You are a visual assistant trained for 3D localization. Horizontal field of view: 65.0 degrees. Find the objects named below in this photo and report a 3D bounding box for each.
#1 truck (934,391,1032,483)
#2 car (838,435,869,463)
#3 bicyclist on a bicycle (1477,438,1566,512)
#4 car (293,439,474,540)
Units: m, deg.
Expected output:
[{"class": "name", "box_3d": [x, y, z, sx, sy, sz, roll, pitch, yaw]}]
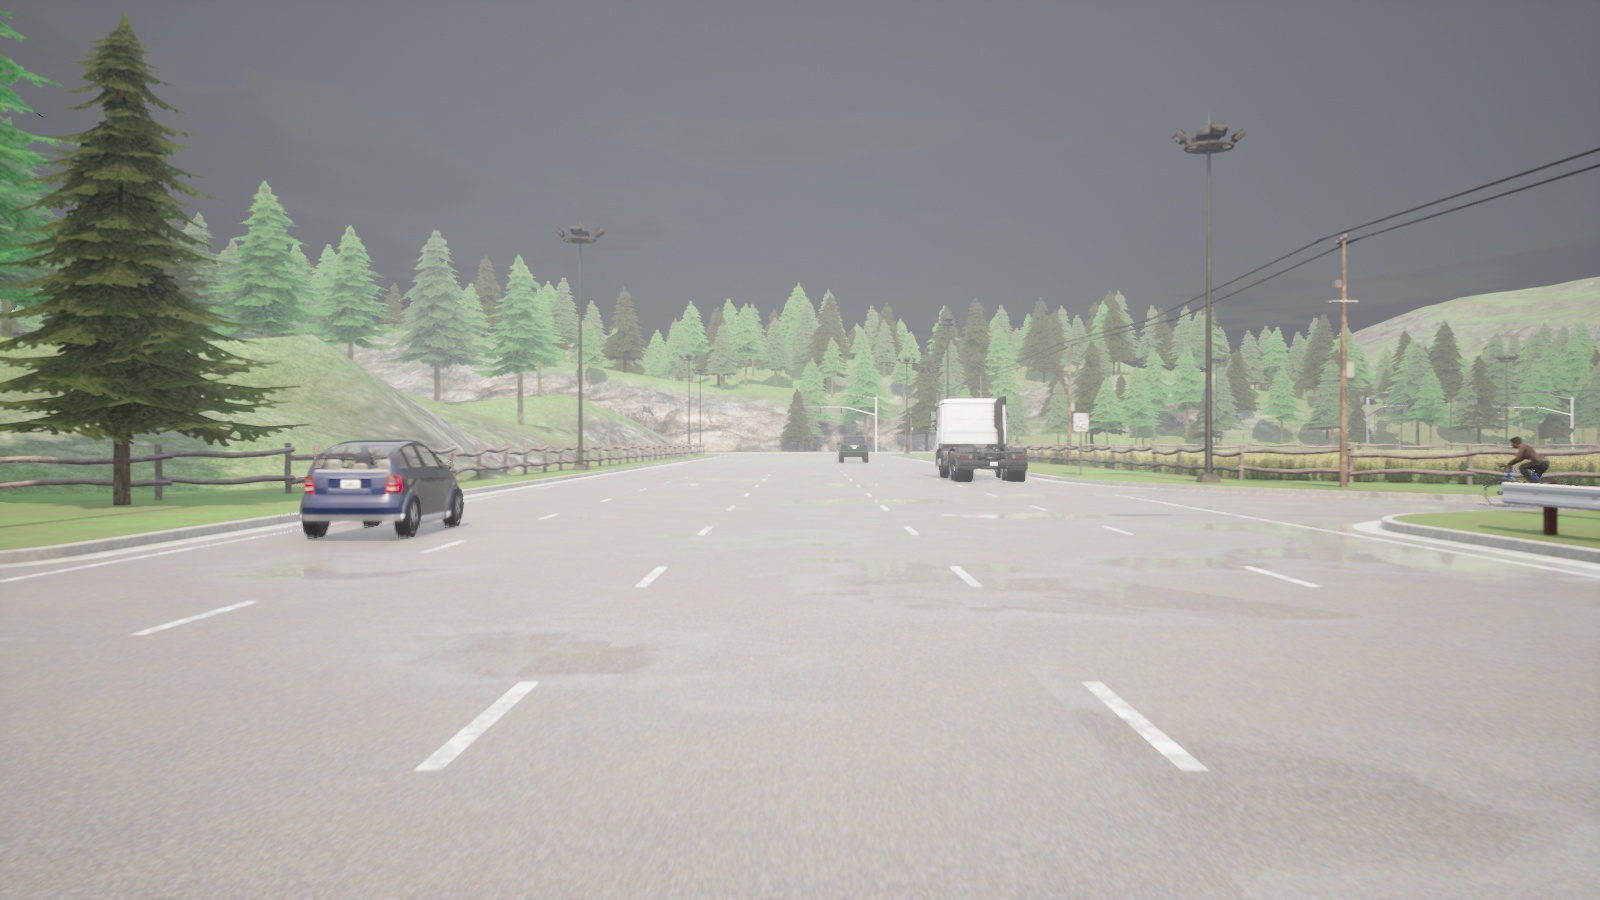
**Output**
[{"class": "truck", "box_3d": [7.305, -0.518, 51.147, 2.891, 3.462, 7.936, 0, 0, 0]}, {"class": "car", "box_3d": [4.057, -0.073, 96.008, 2.150, 2.045, 5.566, 0, 0, 0]}, {"class": "bicyclist on a bicycle", "box_3d": [16.300, 0.552, 28.398, 1.656, 1.620, 0.582, 0, -1, 44]}, {"class": "car", "box_3d": [-6.866, 0.600, 21.092, 1.789, 1.549, 3.705, 0, 0, 0]}]
